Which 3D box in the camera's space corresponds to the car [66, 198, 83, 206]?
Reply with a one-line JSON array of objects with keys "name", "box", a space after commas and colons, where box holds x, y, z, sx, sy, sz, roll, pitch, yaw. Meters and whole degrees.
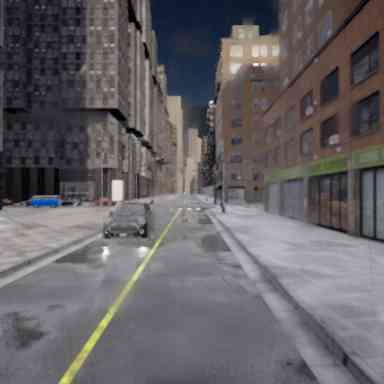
[{"name": "car", "box": [-20.083, 1.653, 54.508, 4.313, 1.339, 1.947, 0, 0, 0]}]

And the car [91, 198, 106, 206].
[{"name": "car", "box": [-14.434, 1.628, 54.499, 4.206, 1.307, 1.802, 0, 0, 0]}]

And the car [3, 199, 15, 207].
[{"name": "car", "box": [-31.380, 1.748, 54.527, 4.206, 1.307, 1.802, 0, 0, 0]}]

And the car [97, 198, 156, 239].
[{"name": "car", "box": [-3.087, 1.332, 17.193, 2.097, 1.767, 4.553, 0, 0, 0]}]

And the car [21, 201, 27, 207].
[{"name": "car", "box": [-25.732, 1.678, 54.517, 4.403, 1.369, 2.008, 0, 0, 0]}]

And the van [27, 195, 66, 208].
[{"name": "van", "box": [-20.090, 1.365, 45.984, 3.998, 1.788, 1.690, 0, 0, 0]}]
